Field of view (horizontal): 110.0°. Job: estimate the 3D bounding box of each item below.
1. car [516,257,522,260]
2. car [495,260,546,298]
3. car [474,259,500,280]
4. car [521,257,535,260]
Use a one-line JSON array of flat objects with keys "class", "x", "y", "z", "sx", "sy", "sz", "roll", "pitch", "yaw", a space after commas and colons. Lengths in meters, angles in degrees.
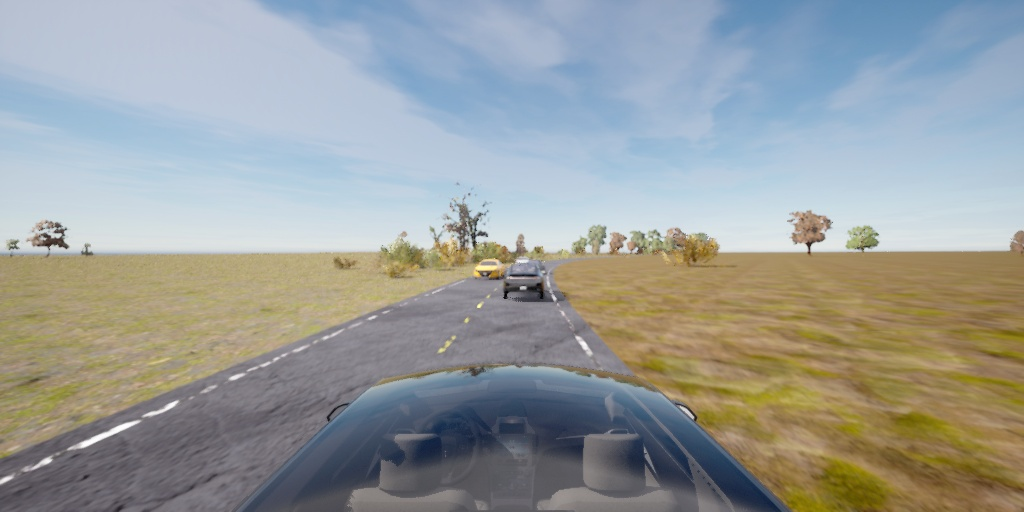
[{"class": "car", "x": 1.589, "y": 0.842, "z": 52.238, "sx": 1.812, "sy": 1.442, "sz": 4.674, "roll": 0, "pitch": 0, "yaw": 10}, {"class": "car", "x": 0.599, "y": 1.112, "z": 17.349, "sx": 2.128, "sy": 1.511, "sz": 4.902, "roll": 0, "pitch": 1, "yaw": 3}, {"class": "car", "x": -1.734, "y": 1.003, "z": 28.612, "sx": 1.882, "sy": 1.535, "sz": 5.008, "roll": 0, "pitch": 0, "yaw": 6}, {"class": "car", "x": 2.234, "y": 1.028, "z": 35.642, "sx": 1.994, "sy": 1.385, "sz": 4.181, "roll": 0, "pitch": 1, "yaw": 7}]
